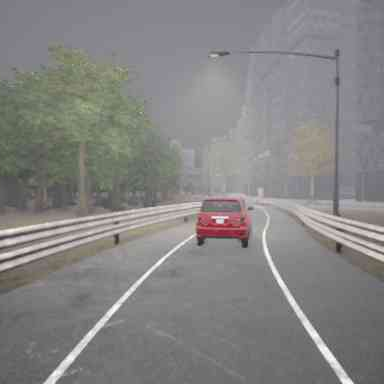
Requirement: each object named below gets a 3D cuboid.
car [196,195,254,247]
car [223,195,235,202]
[{"bbox_3d":[1.610,1.228,15.455,2.150,2.045,5.566,0,0,11],"label":"car"},{"bbox_3d":[8.647,1.503,78.214,1.994,1.385,4.181,0,0,-6],"label":"car"}]
